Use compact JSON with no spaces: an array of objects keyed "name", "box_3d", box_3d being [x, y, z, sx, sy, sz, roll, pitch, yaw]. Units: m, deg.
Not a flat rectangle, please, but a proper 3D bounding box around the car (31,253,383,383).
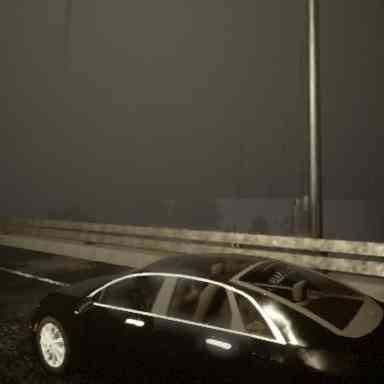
[{"name":"car","box_3d":[-0.036,1.526,4.035,4.892,1.490,1.837,-2,-1,36]}]
